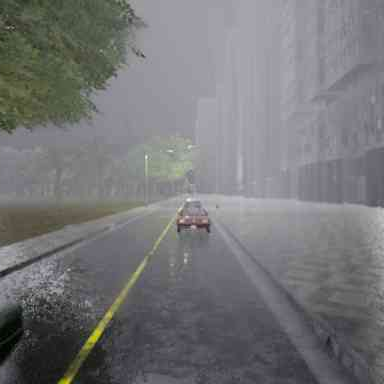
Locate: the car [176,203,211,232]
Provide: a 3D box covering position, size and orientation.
[{"bbox_3d":[0.094,1.571,19.888,1.895,1.301,4.718,0,0,0],"label":"car"}]

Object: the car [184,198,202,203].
[{"bbox_3d":[0.087,1.457,39.427,2.128,1.511,4.902,0,0,0],"label":"car"}]

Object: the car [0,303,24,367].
[{"bbox_3d":[-3.000,1.598,1.873,1.895,1.301,4.718,0,0,0],"label":"car"}]
